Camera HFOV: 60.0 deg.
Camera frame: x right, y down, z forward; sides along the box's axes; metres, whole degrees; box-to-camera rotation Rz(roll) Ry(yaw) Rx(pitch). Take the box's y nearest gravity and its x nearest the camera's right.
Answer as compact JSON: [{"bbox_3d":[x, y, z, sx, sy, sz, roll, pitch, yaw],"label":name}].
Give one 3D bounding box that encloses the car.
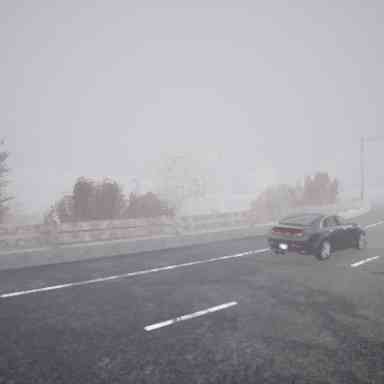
[{"bbox_3d":[4.780,1.506,12.403,4.892,1.490,1.837,0,0,-42],"label":"car"}]
